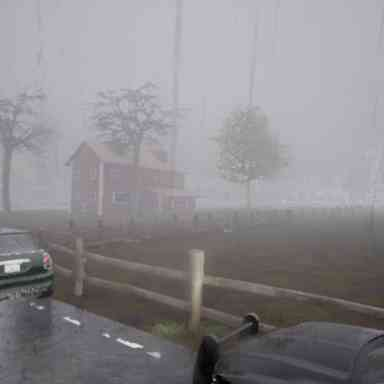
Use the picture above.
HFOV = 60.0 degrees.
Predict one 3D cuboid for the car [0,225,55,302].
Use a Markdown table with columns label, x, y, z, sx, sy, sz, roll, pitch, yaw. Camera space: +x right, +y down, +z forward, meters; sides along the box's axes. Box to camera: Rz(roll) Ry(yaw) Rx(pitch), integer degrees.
| label | x | y | z | sx | sy | sz | roll | pitch | yaw |
| --- | --- | --- | --- | --- | --- | --- | --- | --- | --- |
| car | -5.390 | 1.640 | 8.259 | 4.553 | 1.767 | 2.097 | -1 | -3 | 39 |

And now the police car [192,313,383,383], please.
| label | x | y | z | sx | sy | sz | roll | pitch | yaw |
| --- | --- | --- | --- | --- | --- | --- | --- | --- | --- |
| police car | 2.308 | 1.553 | 2.089 | 5.238 | 1.638 | 1.930 | -1 | -3 | 39 |
